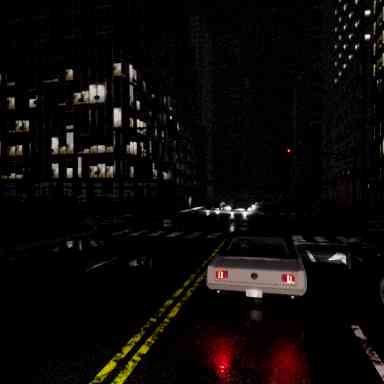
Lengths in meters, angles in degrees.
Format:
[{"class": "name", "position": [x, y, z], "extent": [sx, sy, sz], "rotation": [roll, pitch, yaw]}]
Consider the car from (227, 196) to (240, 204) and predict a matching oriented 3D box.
[{"class": "car", "position": [7.887, 1.460, 63.169], "extent": [1.837, 1.490, 4.892], "rotation": [0, 0, 14]}]

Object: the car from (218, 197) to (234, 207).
[{"class": "car", "position": [5.455, 1.567, 53.040], "extent": [1.895, 1.301, 4.718], "rotation": [0, 0, 13]}]

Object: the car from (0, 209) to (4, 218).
[{"class": "car", "position": [-17.326, 1.435, 26.673], "extent": [4.313, 1.339, 1.947], "rotation": [1, 1, 14]}]

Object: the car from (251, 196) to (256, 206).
[{"class": "car", "position": [8.015, 1.460, 49.733], "extent": [2.128, 1.511, 4.902], "rotation": [0, 0, 13]}]

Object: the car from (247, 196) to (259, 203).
[{"class": "car", "position": [12.824, 1.486, 69.733], "extent": [2.033, 1.411, 5.357], "rotation": [0, 0, 13]}]

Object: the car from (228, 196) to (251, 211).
[{"class": "car", "position": [5.894, 1.503, 40.731], "extent": [1.812, 1.442, 4.674], "rotation": [0, 0, 13]}]

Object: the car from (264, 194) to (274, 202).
[{"class": "car", "position": [16.420, 1.530, 70.821], "extent": [1.895, 1.301, 4.718], "rotation": [0, 0, 13]}]

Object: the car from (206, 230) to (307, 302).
[{"class": "car", "position": [1.702, 1.597, 8.344], "extent": [1.895, 1.301, 4.718], "rotation": [0, 0, 14]}]

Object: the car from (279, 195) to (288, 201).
[{"class": "car", "position": [21.875, 1.356, 79.809], "extent": [1.895, 1.301, 4.718], "rotation": [0, 0, 13]}]

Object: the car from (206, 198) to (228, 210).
[{"class": "car", "position": [3.126, 1.524, 43.173], "extent": [2.033, 1.411, 5.357], "rotation": [0, 0, 13]}]

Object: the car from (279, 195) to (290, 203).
[{"class": "car", "position": [19.481, 1.474, 69.639], "extent": [2.033, 1.411, 5.357], "rotation": [0, 0, 13]}]

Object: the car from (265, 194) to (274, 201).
[{"class": "car", "position": [18.705, 1.286, 80.525], "extent": [2.128, 1.511, 4.902], "rotation": [0, 0, 13]}]

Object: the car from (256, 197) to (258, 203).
[{"class": "car", "position": [10.353, 1.559, 59.539], "extent": [1.895, 1.301, 4.718], "rotation": [0, 0, 14]}]

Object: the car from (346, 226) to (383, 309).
[{"class": "car", "position": [4.832, 1.501, 7.441], "extent": [1.837, 1.490, 4.892], "rotation": [0, 0, 13]}]
